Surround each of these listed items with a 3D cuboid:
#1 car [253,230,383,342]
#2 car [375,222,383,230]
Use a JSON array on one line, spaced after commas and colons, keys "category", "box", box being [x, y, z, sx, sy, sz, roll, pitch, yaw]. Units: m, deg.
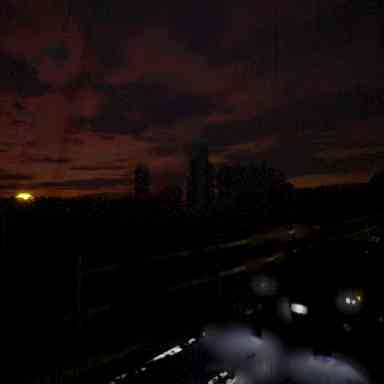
[{"category": "car", "box": [2.988, 1.685, 6.812, 1.994, 1.385, 4.181, -2, -2, 40]}, {"category": "car", "box": [8.683, 1.672, 13.407, 1.882, 1.535, 5.008, -2, -2, 41]}]
